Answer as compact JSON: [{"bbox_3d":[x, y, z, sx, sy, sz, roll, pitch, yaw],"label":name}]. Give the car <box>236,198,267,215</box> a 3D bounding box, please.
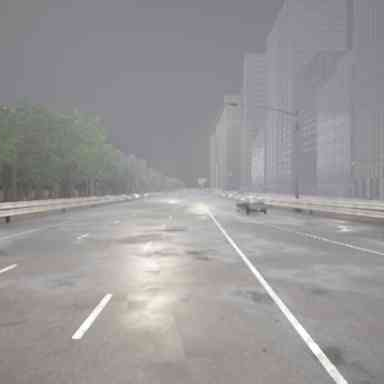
[{"bbox_3d":[5.407,1.310,30.841,2.128,1.511,4.902,0,0,-7],"label":"car"}]
